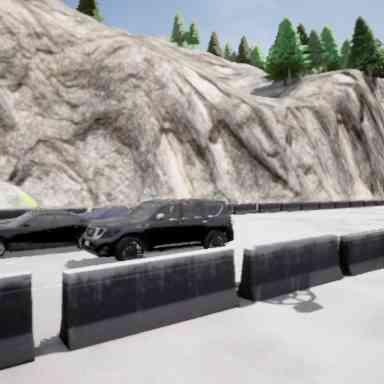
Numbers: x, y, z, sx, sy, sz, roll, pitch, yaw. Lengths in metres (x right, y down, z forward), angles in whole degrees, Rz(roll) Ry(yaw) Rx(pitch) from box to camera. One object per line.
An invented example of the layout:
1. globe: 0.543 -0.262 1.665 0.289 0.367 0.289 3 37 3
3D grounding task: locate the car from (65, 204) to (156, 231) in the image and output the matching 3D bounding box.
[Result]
1. car: -5.209 1.591 21.703 5.357 1.411 2.033 0 0 -35

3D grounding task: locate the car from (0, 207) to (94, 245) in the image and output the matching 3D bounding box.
1. car: -7.297 1.542 15.954 4.674 1.442 1.812 0 0 -35

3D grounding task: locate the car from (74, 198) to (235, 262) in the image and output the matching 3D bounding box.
1. car: -0.968 1.256 11.851 5.566 2.045 2.150 1 0 -35

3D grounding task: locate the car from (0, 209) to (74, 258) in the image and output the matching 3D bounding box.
1. car: -5.756 1.491 12.757 5.008 1.535 1.882 0 0 -35
